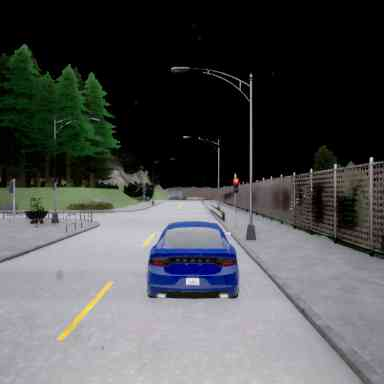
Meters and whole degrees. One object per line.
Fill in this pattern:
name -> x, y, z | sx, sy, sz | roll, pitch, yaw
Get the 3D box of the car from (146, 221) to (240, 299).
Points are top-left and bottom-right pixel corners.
car -> 0.034, 1.478, 8.519 | 1.882, 1.535, 5.008 | 0, 0, 0

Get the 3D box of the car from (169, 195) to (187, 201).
car -> -3.839, 1.540, 88.011 | 5.357, 1.411, 2.033 | 0, 0, 40
